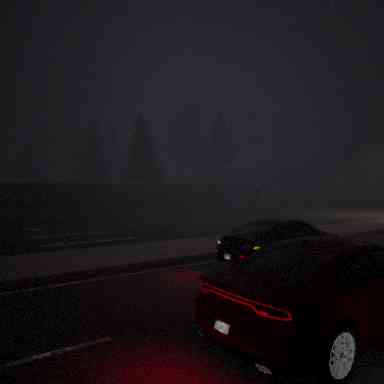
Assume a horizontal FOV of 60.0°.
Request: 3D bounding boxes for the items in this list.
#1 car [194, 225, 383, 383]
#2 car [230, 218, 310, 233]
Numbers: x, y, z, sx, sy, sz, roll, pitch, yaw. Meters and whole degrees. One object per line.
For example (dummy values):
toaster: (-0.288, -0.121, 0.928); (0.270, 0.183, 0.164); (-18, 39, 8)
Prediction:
car: (2.372, 1.477, 5.441); (5.008, 1.535, 1.882); (0, 0, -35)
car: (2.805, 1.526, 10.049); (4.674, 1.442, 1.812); (0, 0, -35)
